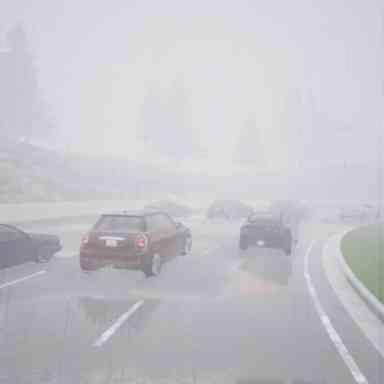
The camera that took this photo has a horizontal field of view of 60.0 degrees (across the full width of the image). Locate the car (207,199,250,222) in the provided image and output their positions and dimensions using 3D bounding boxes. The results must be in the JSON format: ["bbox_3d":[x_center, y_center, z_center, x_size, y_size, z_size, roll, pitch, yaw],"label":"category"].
[{"bbox_3d":[3.137,1.344,26.759,2.097,1.767,4.553,1,0,37],"label":"car"}]

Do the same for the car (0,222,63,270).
[{"bbox_3d":[-5.720,1.485,8.741,2.033,1.411,5.357,0,0,13],"label":"car"}]

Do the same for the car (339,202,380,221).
[{"bbox_3d":[14.245,1.614,28.269,4.674,1.442,1.812,0,0,-40],"label":"car"}]

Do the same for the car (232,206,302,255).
[{"bbox_3d":[3.251,1.514,13.617,1.837,1.490,4.892,0,0,22],"label":"car"}]

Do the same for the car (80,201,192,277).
[{"bbox_3d":[-1.502,1.324,10.506,2.097,1.767,4.553,1,0,15],"label":"car"}]

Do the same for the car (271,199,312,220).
[{"bbox_3d":[8.081,1.387,27.186,2.097,1.767,4.553,1,0,42],"label":"car"}]

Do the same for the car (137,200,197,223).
[{"bbox_3d":[-1.864,1.439,26.339,2.128,1.511,4.902,0,0,34],"label":"car"}]
